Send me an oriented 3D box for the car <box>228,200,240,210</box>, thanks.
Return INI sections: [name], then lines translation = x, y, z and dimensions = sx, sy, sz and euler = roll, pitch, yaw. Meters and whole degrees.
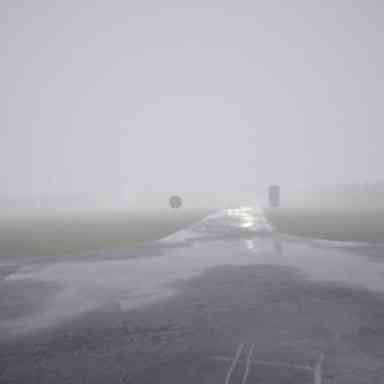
[car]
translation = 7.163, 2.133, 57.012
dimensions = 2.128, 1.511, 4.902
euler = -1, -1, 11
